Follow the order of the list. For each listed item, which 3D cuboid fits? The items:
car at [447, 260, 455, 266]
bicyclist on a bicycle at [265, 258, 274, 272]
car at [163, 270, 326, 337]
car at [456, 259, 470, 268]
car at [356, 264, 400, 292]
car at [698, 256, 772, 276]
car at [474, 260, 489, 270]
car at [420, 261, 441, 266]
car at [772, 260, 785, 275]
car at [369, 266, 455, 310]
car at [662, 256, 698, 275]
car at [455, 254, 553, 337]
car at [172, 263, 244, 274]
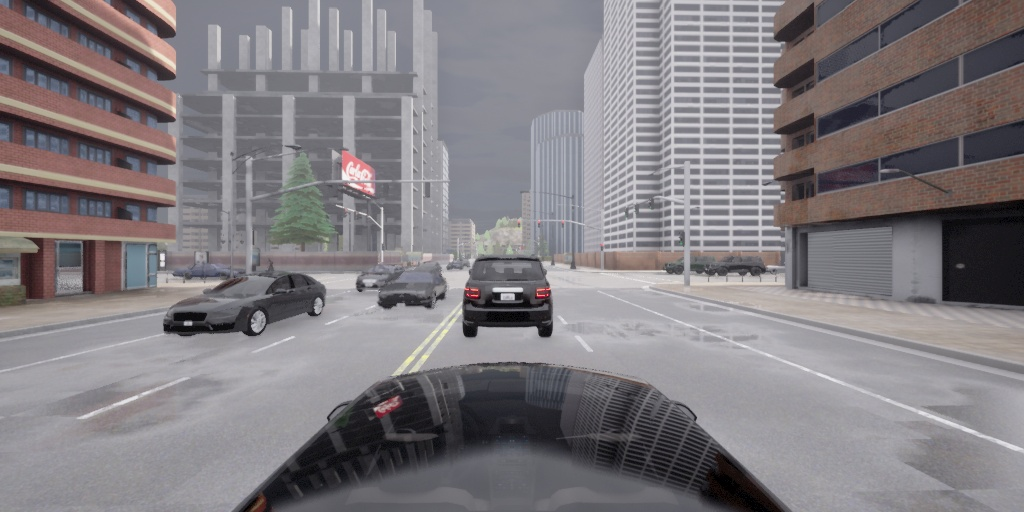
[{"bbox_3d":[-8.112,1.310,51.790,1.994,1.385,4.181,0,0,-1],"label":"car"},{"bbox_3d":[-28.705,1.048,42.519,0.582,1.620,1.656,0,0,-1],"label":"bicyclist on a bicycle"},{"bbox_3d":[-7.266,1.254,10.418,1.837,1.490,4.892,0,0,-1],"label":"car"},{"bbox_3d":[-8.286,1.251,61.239,1.837,1.490,4.892,0,0,-1],"label":"car"},{"bbox_3d":[-7.484,1.239,21.084,2.128,1.511,4.902,0,0,-1],"label":"car"},{"bbox_3d":[21.996,0.969,35.550,5.566,2.045,2.150,0,0,-2],"label":"car"},{"bbox_3d":[-4.666,1.310,54.620,1.994,1.385,4.181,0,0,-1],"label":"car"},{"bbox_3d":[-7.744,1.253,33.660,1.837,1.490,4.892,0,0,-1],"label":"car"},{"bbox_3d":[29.515,1.348,39.231,4.718,1.301,1.895,0,0,-1],"label":"car"},{"bbox_3d":[-3.858,1.297,14.964,2.033,1.411,5.357,0,0,-1],"label":"car"},{"bbox_3d":[19.385,0.970,38.980,5.566,2.045,2.150,0,0,-1],"label":"car"},{"bbox_3d":[-0.120,0.971,10.397,2.150,2.045,5.566,0,0,-1],"label":"car"},{"bbox_3d":[-25.623,1.296,30.612,5.357,1.411,2.033,0,0,-1],"label":"car"}]
